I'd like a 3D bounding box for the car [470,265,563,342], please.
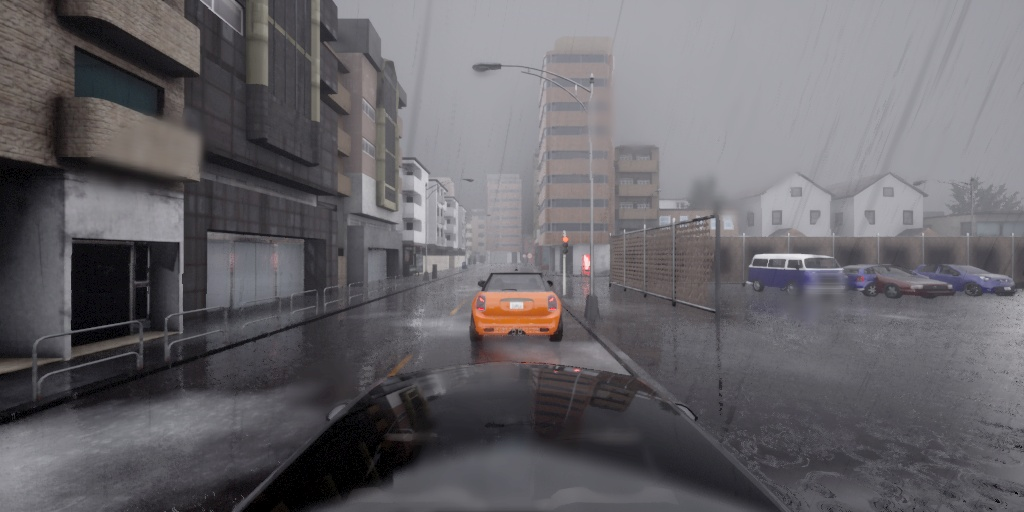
[{"bbox_3d":[0.101,1.102,9.965,2.097,1.767,4.553,0,0,0],"label":"car"}]
